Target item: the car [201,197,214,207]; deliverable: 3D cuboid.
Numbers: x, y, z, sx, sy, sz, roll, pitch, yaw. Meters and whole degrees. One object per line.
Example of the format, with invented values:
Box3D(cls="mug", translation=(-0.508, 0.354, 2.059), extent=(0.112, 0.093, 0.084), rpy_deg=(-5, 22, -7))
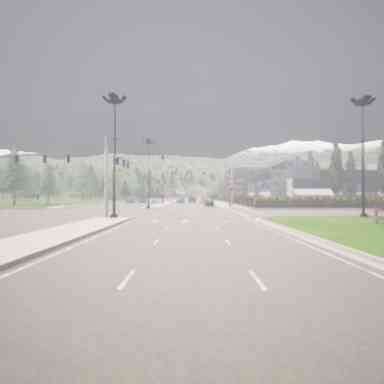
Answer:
Box3D(cls="car", translation=(3.495, 2.245, 67.043), extent=(2.128, 1.511, 4.902), rpy_deg=(0, -1, 0))
